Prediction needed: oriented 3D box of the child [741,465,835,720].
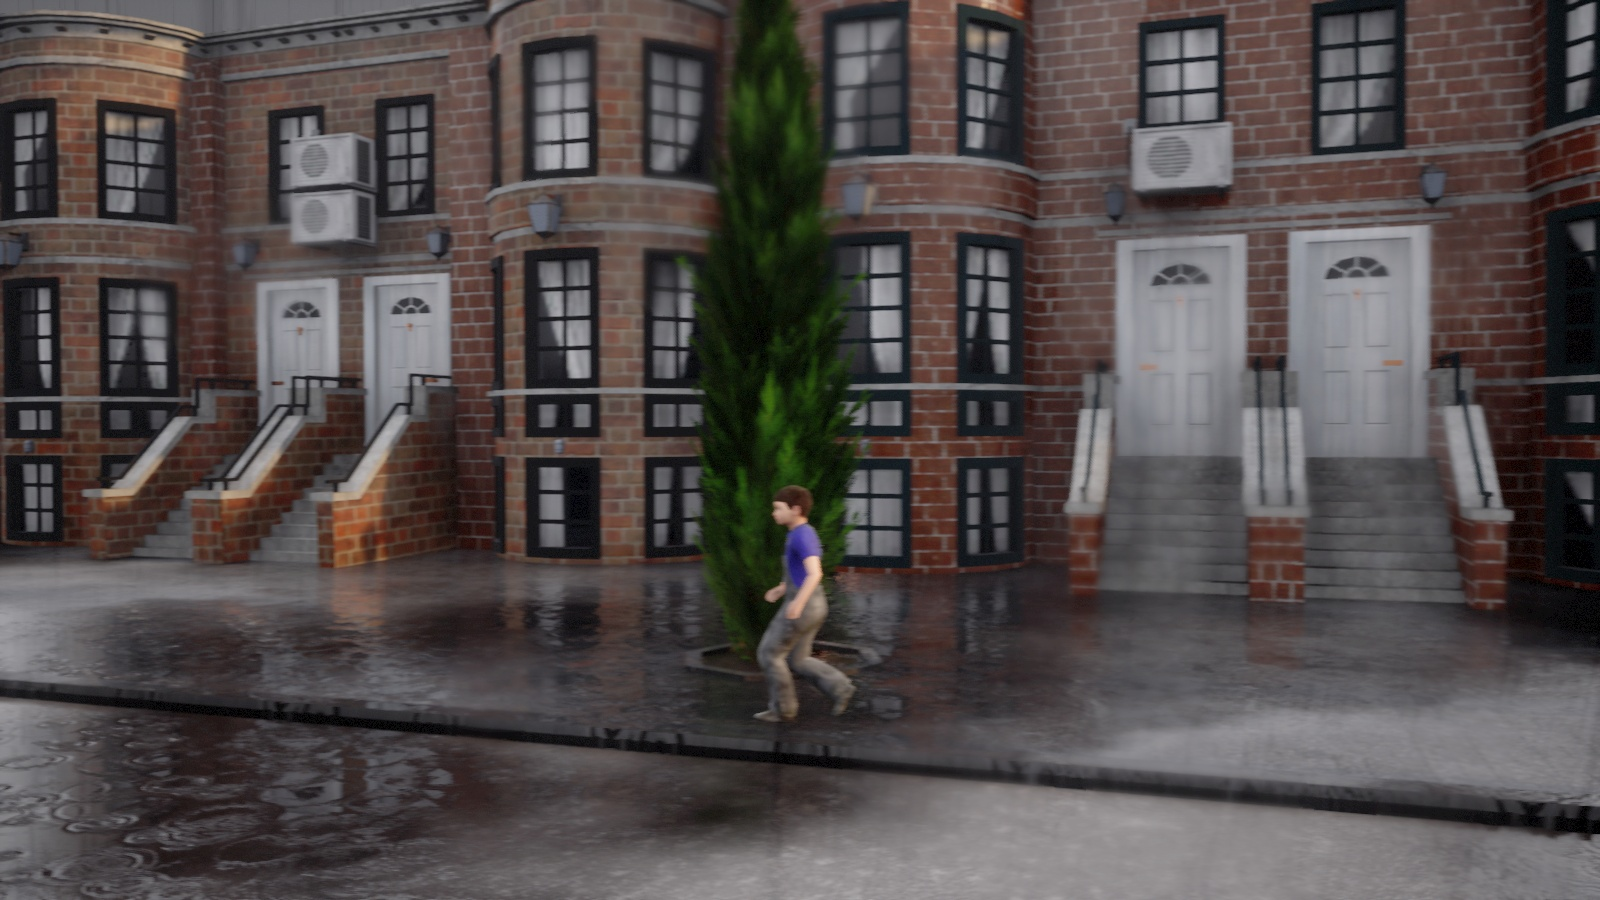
[{"bbox_3d":[-0.059,0.714,6.418,0.437,1.263,0.270,0,1,8],"label":"child"}]
